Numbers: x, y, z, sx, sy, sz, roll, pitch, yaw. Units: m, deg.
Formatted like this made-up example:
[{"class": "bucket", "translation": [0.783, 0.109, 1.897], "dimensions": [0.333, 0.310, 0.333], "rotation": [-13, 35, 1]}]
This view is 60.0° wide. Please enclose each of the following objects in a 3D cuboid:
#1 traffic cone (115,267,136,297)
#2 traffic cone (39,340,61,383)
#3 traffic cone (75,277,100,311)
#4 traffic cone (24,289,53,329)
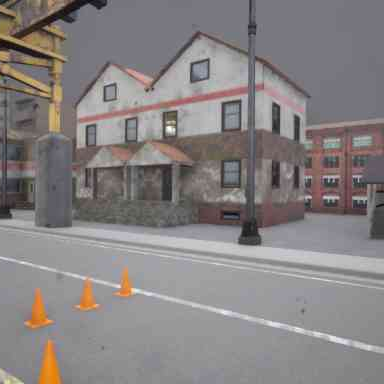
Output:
[{"class": "traffic cone", "translation": [-1.455, 1.949, 7.304], "dimensions": [0.340, 0.580, 0.340], "rotation": [0, 0, 36]}, {"class": "traffic cone", "translation": [-1.586, 1.952, 3.700], "dimensions": [0.340, 0.580, 0.340], "rotation": [0, 0, 36]}, {"class": "traffic cone", "translation": [-2.040, 1.949, 6.492], "dimensions": [0.340, 0.580, 0.340], "rotation": [0, 0, 36]}, {"class": "traffic cone", "translation": [-2.624, 1.949, 5.681], "dimensions": [0.340, 0.580, 0.340], "rotation": [0, 0, 36]}]
